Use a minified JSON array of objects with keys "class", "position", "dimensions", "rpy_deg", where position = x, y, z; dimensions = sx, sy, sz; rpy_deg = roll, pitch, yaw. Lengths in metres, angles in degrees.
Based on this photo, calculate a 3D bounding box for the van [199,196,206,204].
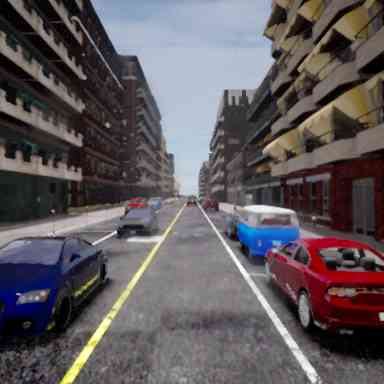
[{"class":"van","position":[2.694,2.034,86.081],"dimensions":[1.690,1.788,3.998],"rpy_deg":[0,-1,0]}]

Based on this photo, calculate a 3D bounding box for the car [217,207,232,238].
[{"class":"car","position":[2.696,1.685,18.137],"dimensions":[2.008,1.369,4.403],"rpy_deg":[0,0,0]}]

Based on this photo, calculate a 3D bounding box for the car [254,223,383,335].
[{"class":"car","position":[2.697,1.595,6.812],"dimensions":[1.887,1.381,4.507],"rpy_deg":[0,0,0]}]

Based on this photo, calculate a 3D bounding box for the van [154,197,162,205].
[{"class":"van","position":[-5.684,1.741,52.109],"dimensions":[1.690,1.788,3.998],"rpy_deg":[0,0,0]}]

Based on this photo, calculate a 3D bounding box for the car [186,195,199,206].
[{"class":"car","position":[-0.001,1.858,64.660],"dimensions":[2.097,1.767,4.553],"rpy_deg":[0,0,0]}]

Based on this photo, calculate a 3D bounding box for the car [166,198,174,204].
[{"class":"car","position":[-5.688,2.216,85.909],"dimensions":[1.752,1.417,4.829],"rpy_deg":[0,-1,0]}]

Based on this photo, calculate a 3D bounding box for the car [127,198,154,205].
[{"class":"car","position":[-5.683,1.580,35.124],"dimensions":[2.192,1.841,5.009],"rpy_deg":[0,0,0]}]

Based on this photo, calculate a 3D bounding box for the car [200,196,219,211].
[{"class":"car","position":[2.696,1.671,46.448],"dimensions":[2.192,1.841,5.009],"rpy_deg":[0,0,0]}]

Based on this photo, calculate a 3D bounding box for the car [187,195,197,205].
[{"class":"car","position":[-0.004,1.713,74.727],"dimensions":[2.150,2.045,5.566],"rpy_deg":[0,-1,0]}]

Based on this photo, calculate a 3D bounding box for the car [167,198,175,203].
[{"class":"car","position":[-5.688,2.293,91.741],"dimensions":[2.008,1.369,4.403],"rpy_deg":[0,-1,0]}]

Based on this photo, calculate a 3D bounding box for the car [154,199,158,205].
[{"class":"car","position":[-5.685,1.860,40.783],"dimensions":[2.008,1.369,4.403],"rpy_deg":[0,0,0]}]

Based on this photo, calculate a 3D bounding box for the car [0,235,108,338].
[{"class":"car","position":[-3.096,1.613,6.766],"dimensions":[1.994,1.385,4.181],"rpy_deg":[0,0,0]}]

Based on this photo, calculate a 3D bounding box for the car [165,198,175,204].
[{"class":"car","position":[-5.688,2.166,80.247],"dimensions":[1.752,1.417,4.829],"rpy_deg":[0,-1,0]}]

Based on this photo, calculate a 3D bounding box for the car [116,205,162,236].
[{"class":"car","position":[-3.003,1.693,19.571],"dimensions":[2.033,1.411,5.357],"rpy_deg":[0,0,0]}]

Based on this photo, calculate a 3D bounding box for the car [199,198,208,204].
[{"class":"car","position":[2.692,2.209,80.417],"dimensions":[1.947,1.339,4.313],"rpy_deg":[0,-1,0]}]

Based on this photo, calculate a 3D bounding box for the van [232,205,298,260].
[{"class":"van","position":[2.698,1.433,12.477],"dimensions":[1.690,1.788,3.998],"rpy_deg":[0,0,0]}]

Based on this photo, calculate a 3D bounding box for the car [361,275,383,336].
[{"class":"car","position":[2.697,1.554,1.151],"dimensions":[1.887,1.381,4.507],"rpy_deg":[0,0,0]}]
